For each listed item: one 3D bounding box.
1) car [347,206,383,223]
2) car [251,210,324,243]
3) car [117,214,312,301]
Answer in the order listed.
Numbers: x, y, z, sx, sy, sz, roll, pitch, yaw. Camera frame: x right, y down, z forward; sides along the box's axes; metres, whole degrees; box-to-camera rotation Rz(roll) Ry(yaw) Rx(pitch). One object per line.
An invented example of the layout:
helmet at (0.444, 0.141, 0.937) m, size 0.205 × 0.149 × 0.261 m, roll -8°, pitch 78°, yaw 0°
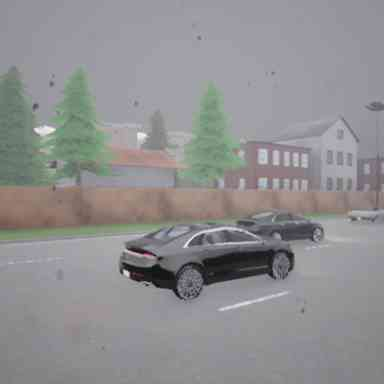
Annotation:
car at (14.817, 1.782, 27.200) m, size 4.718 × 1.301 × 1.895 m, roll 0°, pitch 0°, yaw -35°
car at (4.068, 1.584, 15.240) m, size 4.892 × 1.490 × 1.837 m, roll 1°, pitch 0°, yaw -35°
car at (0.578, 1.527, 8.455) m, size 4.902 × 1.511 × 2.128 m, roll 0°, pitch 0°, yaw -35°
